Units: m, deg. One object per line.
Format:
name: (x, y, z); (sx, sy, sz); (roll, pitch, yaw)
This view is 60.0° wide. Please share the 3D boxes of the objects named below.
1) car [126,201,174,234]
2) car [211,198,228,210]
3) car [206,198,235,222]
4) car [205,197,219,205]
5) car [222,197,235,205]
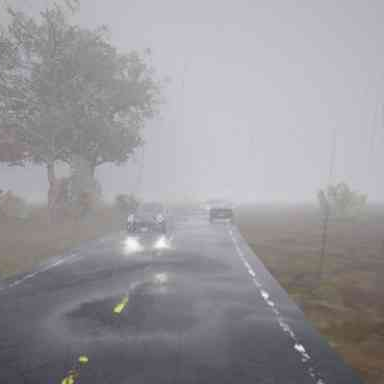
car: (-2.324, 1.380, 19.427); (2.097, 1.767, 4.553); (0, 0, 4)
car: (3.964, 1.578, 46.677); (1.837, 1.490, 4.892); (0, 0, 11)
car: (2.382, 1.524, 26.686); (1.882, 1.535, 5.008); (0, 0, 6)
car: (3.794, 1.685, 61.367); (1.895, 1.301, 4.718); (0, 0, 13)
car: (6.735, 1.688, 61.306); (1.895, 1.301, 4.718); (0, 0, 13)
